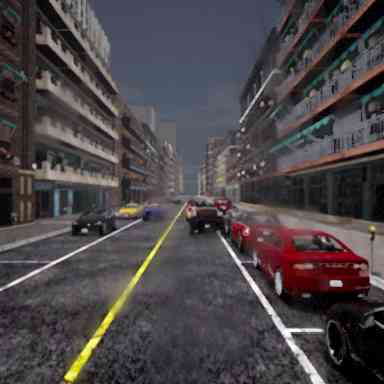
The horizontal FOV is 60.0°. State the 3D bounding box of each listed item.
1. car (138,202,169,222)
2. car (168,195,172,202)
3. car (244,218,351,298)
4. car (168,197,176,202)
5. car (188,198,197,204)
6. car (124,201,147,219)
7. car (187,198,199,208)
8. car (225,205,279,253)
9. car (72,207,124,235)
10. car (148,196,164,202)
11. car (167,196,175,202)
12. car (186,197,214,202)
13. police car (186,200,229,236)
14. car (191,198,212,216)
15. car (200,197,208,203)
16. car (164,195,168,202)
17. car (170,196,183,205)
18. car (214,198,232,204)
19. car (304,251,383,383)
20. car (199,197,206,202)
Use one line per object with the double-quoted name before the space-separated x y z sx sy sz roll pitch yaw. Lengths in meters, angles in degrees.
"car" -3.049 1.755 28.245 1.895 1.301 4.718 0 0 0
"car" -5.541 1.744 81.763 2.192 1.841 5.009 0 0 0
"car" 2.707 1.593 8.471 1.887 1.381 4.507 0 0 0
"car" -5.522 2.030 93.035 1.887 1.381 4.507 0 0 0
"car" 0.125 1.870 69.827 1.895 1.301 4.718 0 0 0
"car" -5.634 1.694 30.865 1.752 1.417 4.829 0 0 0
"car" 0.098 1.770 54.798 1.882 1.535 5.008 0 0 0
"car" 2.717 1.519 14.108 1.967 1.590 4.097 0 0 0
"car" -5.654 1.675 19.761 1.947 1.339 4.313 0 0 0
"car" -5.603 1.697 47.945 1.967 1.590 4.097 0 0 0
"car" -5.532 1.897 87.398 1.967 1.590 4.097 0 0 0
"car" 0.668 1.515 29.282 2.097 1.767 4.553 0 0 4
"police car" 0.797 1.531 19.360 1.930 1.638 5.238 0 0 0
"car" 0.918 1.545 35.220 2.097 1.767 4.553 0 0 0
"car" 2.838 1.955 81.913 1.752 1.417 4.829 0 0 0
"car" -5.592 1.601 53.582 2.192 1.841 5.009 0 0 0
"car" -2.877 1.915 68.817 1.994 1.385 4.181 0 0 0
"car" 2.749 1.484 31.017 2.192 1.841 5.009 0 0 0
"car" 2.696 1.583 2.835 1.947 1.339 4.313 0 0 0
"car" 2.858 2.029 93.015 1.887 1.381 4.507 0 0 0
